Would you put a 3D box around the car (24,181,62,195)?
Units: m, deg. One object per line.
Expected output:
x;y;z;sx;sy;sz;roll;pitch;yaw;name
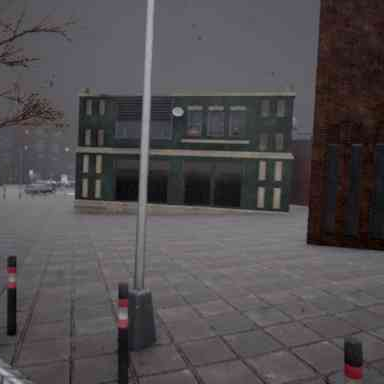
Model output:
-20.825;-0.405;45.994;2.128;1.511;4.902;3;2;15;car

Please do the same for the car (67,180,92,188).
-24.773;-1.725;73.157;4.892;1.521;2.231;3;3;20;car

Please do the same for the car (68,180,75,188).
-26.673;-1.540;67.978;4.674;1.452;2.002;3;3;20;car

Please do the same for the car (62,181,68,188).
-27.630;-1.509;65.393;5.008;1.535;2.097;3;3;20;car

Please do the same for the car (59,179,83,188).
-25.687;-1.775;70.548;4.553;1.767;2.185;3;3;20;car
